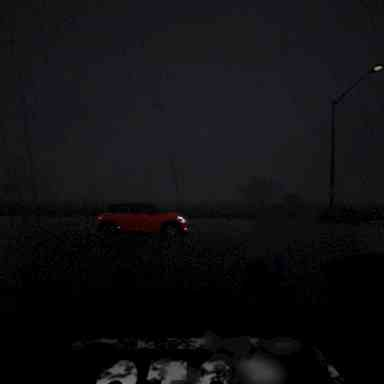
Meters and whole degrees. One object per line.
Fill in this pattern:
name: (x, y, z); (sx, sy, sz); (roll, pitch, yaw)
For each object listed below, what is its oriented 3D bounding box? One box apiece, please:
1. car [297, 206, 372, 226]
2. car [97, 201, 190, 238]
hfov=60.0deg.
car: (10.051, 1.681, 23.829); (4.718, 1.301, 1.895); (1, 1, 0)
car: (-2.379, 1.319, 16.907); (4.553, 1.767, 2.097); (0, 1, 0)
